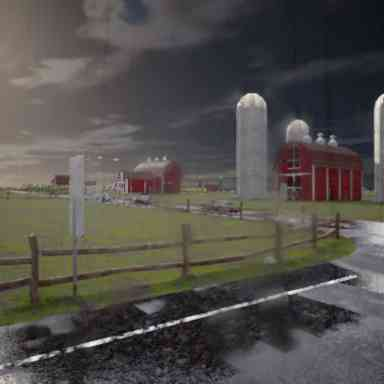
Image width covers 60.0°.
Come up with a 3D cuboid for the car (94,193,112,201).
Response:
[{"bbox_3d":[-15.680,0.889,58.389,1.837,1.490,4.892,0,1,-36],"label":"car"}]

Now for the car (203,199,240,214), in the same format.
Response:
[{"bbox_3d":[2.888,1.419,32.485,1.994,1.385,4.181,0,1,-36],"label":"car"}]

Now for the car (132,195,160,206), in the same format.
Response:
[{"bbox_3d":[-6.345,1.149,45.284,2.033,1.411,5.357,0,1,-36],"label":"car"}]
